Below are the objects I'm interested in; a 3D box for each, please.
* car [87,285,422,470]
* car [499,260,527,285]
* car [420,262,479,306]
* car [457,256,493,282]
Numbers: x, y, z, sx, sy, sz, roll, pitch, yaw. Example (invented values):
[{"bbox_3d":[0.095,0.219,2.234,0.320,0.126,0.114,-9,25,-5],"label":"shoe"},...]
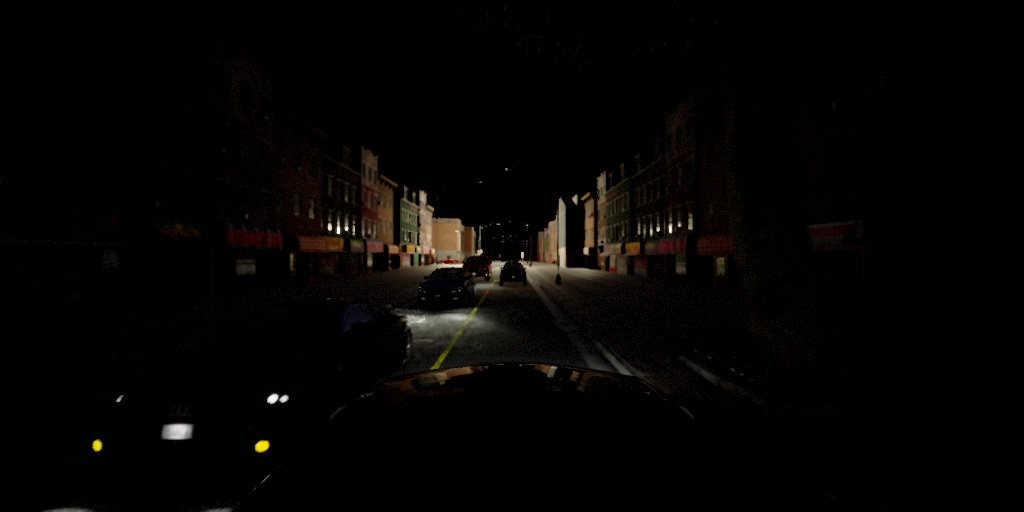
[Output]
[{"bbox_3d":[-2.843,1.316,5.048,1.994,1.385,4.181,0,0,0],"label":"car"},{"bbox_3d":[0.095,1.244,26.418,1.882,1.535,5.008,0,0,0],"label":"car"},{"bbox_3d":[-2.793,1.237,16.139,1.882,1.535,5.008,0,0,1],"label":"car"},{"bbox_3d":[-2.788,0.990,29.526,2.150,2.045,5.566,0,0,1],"label":"car"}]
